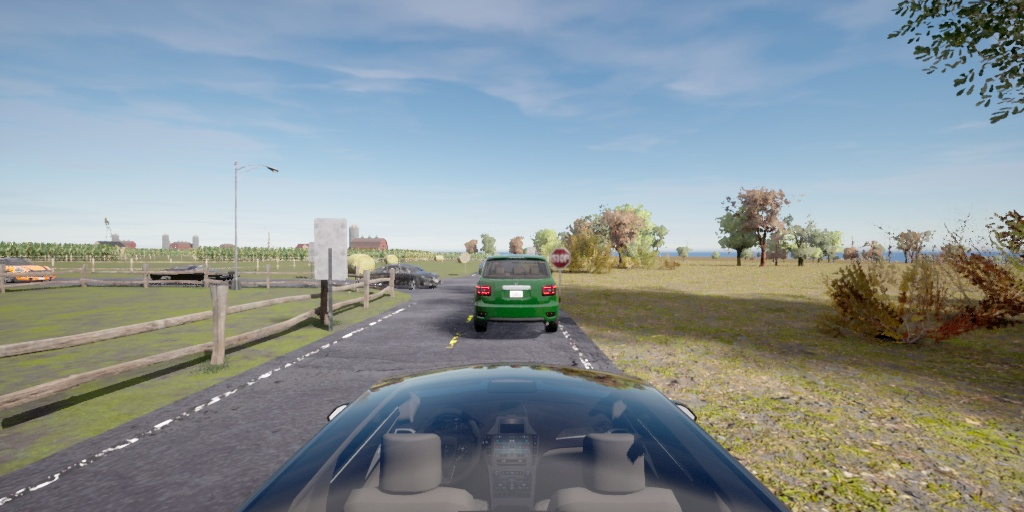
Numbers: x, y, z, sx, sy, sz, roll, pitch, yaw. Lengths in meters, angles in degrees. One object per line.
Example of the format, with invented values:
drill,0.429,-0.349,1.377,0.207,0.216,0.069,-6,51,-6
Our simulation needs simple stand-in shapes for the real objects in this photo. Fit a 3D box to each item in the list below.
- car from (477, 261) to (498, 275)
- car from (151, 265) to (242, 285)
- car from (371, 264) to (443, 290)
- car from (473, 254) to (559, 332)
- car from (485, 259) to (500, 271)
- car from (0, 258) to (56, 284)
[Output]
car,-2.766,1.315,41.528,2.033,1.411,5.357,0,0,0
car,-21.080,1.235,24.113,4.718,1.301,1.895,0,1,0
car,-6.576,1.254,22.354,4.892,1.490,1.837,0,-2,27
car,0.114,0.971,10.971,2.150,2.045,5.566,0,0,0
car,-2.737,1.256,51.642,1.882,1.535,5.008,0,0,0
car,-33.780,0.897,24.015,4.553,1.767,2.097,1,1,0
